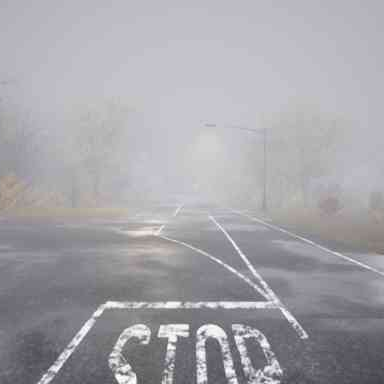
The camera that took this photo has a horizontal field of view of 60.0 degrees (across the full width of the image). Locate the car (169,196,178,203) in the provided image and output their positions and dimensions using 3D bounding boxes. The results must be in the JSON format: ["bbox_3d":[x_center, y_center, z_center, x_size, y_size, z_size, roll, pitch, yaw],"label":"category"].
[{"bbox_3d":[-3.806,1.570,69.262,1.837,1.490,4.892,0,0,0],"label":"car"}]
